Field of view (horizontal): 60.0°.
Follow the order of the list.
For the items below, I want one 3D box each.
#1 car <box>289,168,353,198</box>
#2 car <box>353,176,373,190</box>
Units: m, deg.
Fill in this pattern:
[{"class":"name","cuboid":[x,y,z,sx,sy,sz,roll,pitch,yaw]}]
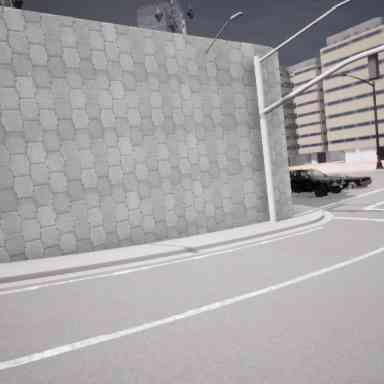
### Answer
[{"class":"car","cuboid":[8.853,-0.751,25.613,2.150,2.045,5.566,-10,6,-35]},{"class":"car","cuboid":[12.050,-0.897,27.241,1.895,1.301,4.718,-10,6,-36]}]
